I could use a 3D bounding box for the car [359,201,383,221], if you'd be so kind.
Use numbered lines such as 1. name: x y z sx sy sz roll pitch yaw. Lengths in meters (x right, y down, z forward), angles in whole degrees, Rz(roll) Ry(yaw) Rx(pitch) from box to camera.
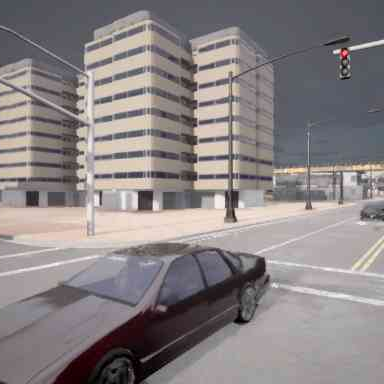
1. car: 14.787 1.546 26.747 1.837 1.490 4.892 0 0 35

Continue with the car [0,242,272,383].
1. car: -0.524 1.549 5.115 2.033 1.411 5.357 0 0 35
